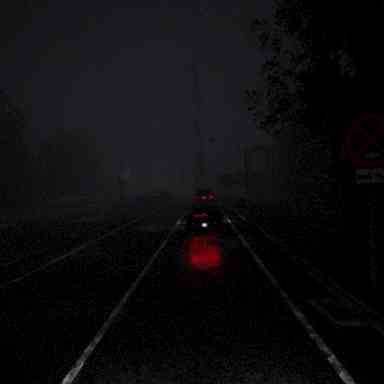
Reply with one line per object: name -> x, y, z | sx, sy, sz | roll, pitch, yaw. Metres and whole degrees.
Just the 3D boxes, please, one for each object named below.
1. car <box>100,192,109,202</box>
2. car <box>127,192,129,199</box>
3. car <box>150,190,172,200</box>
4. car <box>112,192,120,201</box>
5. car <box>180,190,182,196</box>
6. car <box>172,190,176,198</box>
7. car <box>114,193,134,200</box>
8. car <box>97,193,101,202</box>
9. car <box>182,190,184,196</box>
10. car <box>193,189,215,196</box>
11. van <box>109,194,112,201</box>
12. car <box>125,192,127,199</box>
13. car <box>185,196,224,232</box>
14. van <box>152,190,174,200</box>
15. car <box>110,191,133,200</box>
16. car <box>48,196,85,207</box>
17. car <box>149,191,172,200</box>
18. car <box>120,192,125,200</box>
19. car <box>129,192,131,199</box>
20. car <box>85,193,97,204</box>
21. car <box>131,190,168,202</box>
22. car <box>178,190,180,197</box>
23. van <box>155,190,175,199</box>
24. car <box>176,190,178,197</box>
car -> -19.620, 1.214, 66.499 | 4.553, 1.767, 2.185 | -2, 0, 2
car -> -19.050, 1.282, 83.199 | 4.792, 1.488, 2.163 | -2, 0, 2
car -> -6.912, 0.692, 57.680 | 5.566, 2.045, 2.435 | -2, 0, 2
car -> -19.357, 1.335, 74.848 | 4.674, 1.452, 2.002 | -2, 0, 2
car -> -6.050, 0.536, 82.895 | 5.566, 2.045, 2.435 | -2, 0, 2
car -> -6.619, 0.624, 66.085 | 5.566, 2.045, 2.435 | -2, 0, 2
car -> -18.796, 1.217, 91.549 | 5.008, 1.535, 2.097 | -2, 0, 2
car -> -19.841, 1.422, 60.936 | 4.674, 1.452, 2.002 | -2, 0, 2
car -> -5.632, 0.740, 94.101 | 5.008, 1.535, 2.097 | -2, 0, 2
car -> 1.326, 0.664, 36.666 | 2.150, 2.045, 5.566 | -2, 1, 2
van -> -19.675, 1.102, 69.282 | 4.442, 1.987, 1.878 | -2, 0, 2
car -> -19.168, 1.267, 80.416 | 5.008, 1.535, 2.097 | -2, 0, 2
car -> 0.674, 1.232, 18.024 | 1.837, 1.490, 4.892 | -2, 1, 2
van -> -6.281, 0.613, 71.682 | 4.442, 1.987, 1.878 | -2, 0, 2
car -> -18.875, 0.975, 88.763 | 5.566, 2.045, 2.435 | -2, 0, 2
car -> -20.128, 1.469, 52.586 | 5.008, 1.535, 2.097 | -2, 1, 2
car -> -6.458, 0.730, 68.883 | 4.553, 1.767, 2.185 | -2, 0, 2
car -> -19.082, 1.272, 77.625 | 5.366, 1.575, 1.946 | -2, 0, 2
car -> -19.015, 1.270, 85.984 | 4.792, 1.488, 2.163 | -2, 0, 2
car -> -19.943, 1.407, 58.151 | 5.008, 1.535, 2.097 | -2, 1, 2
car -> -6.967, 0.972, 54.882 | 4.892, 1.521, 2.231 | -2, 1, 2
car -> -6.100, 0.800, 80.092 | 5.008, 1.535, 2.097 | -2, 0, 2
van -> -6.324, 0.593, 77.294 | 4.442, 1.987, 1.878 | -2, 0, 2
car -> -6.288, 0.829, 74.489 | 4.892, 1.521, 2.231 | -2, 0, 2
